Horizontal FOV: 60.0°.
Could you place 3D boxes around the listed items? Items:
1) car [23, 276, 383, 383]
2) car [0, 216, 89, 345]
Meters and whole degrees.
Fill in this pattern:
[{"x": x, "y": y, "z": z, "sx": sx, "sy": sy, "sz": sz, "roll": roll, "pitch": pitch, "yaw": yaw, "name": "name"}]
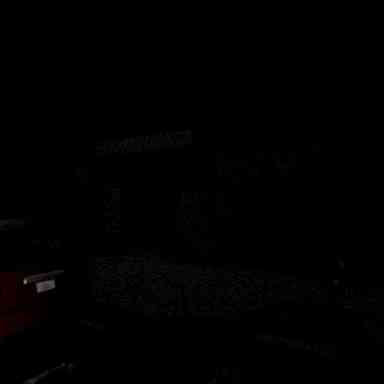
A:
[{"x": 0.704, "y": 1.587, "z": 2.574, "sx": 4.206, "sy": 1.307, "sz": 1.802, "roll": 0, "pitch": 0, "yaw": 35, "name": "car"}, {"x": -3.908, "y": 1.358, "z": 5.859, "sx": 5.009, "sy": 1.841, "sz": 2.192, "roll": 0, "pitch": 0, "yaw": 35, "name": "car"}]
